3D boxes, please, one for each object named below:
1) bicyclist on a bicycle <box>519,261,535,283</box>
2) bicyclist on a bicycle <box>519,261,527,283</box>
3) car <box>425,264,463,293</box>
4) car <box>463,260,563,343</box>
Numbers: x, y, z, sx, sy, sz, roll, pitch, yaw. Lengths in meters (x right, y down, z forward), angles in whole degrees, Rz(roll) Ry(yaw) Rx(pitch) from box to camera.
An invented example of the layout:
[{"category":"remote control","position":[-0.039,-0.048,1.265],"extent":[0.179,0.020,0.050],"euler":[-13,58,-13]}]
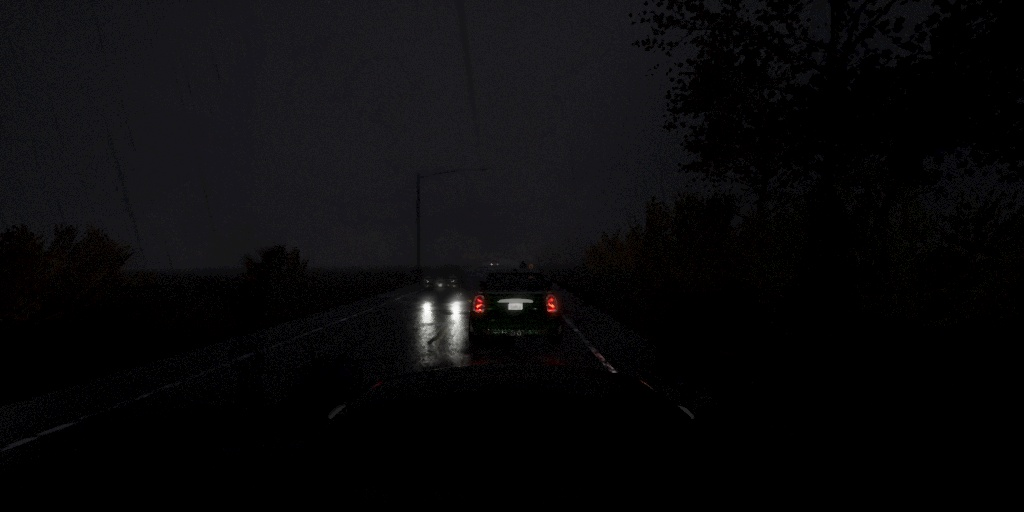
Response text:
[{"category":"bicyclist on a bicycle","position":[0.905,1.181,17.139],"extent":[0.866,1.612,1.509],"euler":[0,0,0]},{"category":"bicyclist on a bicycle","position":[0.843,1.193,27.256],"extent":[0.582,1.620,1.656],"euler":[0,0,0]},{"category":"car","position":[-3.679,1.248,20.734],"extent":[1.837,1.490,4.892],"euler":[0,0,0]},{"category":"car","position":[0.073,1.099,9.795],"extent":[2.097,1.767,4.553],"euler":[0,0,0]}]
